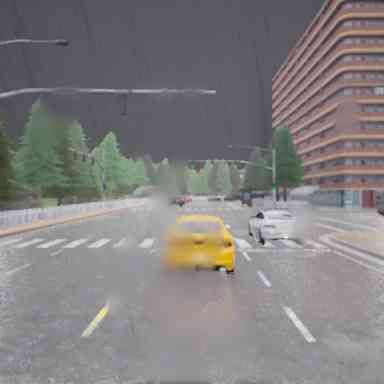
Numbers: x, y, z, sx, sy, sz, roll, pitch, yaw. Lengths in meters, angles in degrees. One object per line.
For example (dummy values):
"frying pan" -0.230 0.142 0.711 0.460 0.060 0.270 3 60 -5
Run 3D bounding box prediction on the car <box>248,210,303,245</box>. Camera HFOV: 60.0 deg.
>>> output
"car" 3.847 1.564 15.761 1.812 1.442 4.674 0 0 1

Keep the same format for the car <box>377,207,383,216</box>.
"car" 20.176 1.646 31.506 4.892 1.490 1.837 0 0 1

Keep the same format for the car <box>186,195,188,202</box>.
"car" -2.395 1.492 64.666 2.097 1.767 4.553 0 0 1

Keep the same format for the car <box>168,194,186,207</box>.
"car" -2.648 1.340 55.029 2.150 2.045 5.566 0 0 1

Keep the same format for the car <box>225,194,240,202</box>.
"car" 9.543 1.691 83.240 1.837 1.490 4.892 0 0 31

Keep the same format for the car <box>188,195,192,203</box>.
"car" -1.339 1.518 74.597 2.097 1.767 4.553 0 0 13

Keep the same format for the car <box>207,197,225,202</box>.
"car" 5.715 1.784 83.544 1.895 1.301 4.718 0 0 31

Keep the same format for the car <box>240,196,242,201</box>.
"car" 11.745 1.437 91.906 2.150 2.045 5.566 0 0 45

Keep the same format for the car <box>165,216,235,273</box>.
"car" 0.252 1.502 10.754 1.882 1.535 5.008 0 0 1
